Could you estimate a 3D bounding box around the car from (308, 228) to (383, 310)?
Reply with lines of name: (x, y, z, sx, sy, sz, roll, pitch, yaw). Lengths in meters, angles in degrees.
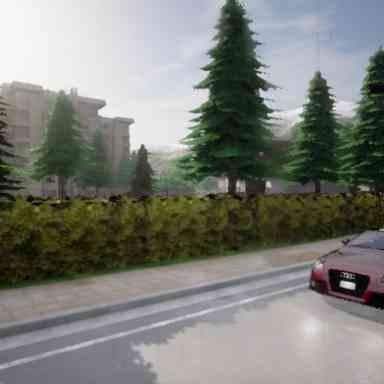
car: (4.466, 1.538, 7.393, 4.181, 1.385, 1.994, 0, 0, -38)
